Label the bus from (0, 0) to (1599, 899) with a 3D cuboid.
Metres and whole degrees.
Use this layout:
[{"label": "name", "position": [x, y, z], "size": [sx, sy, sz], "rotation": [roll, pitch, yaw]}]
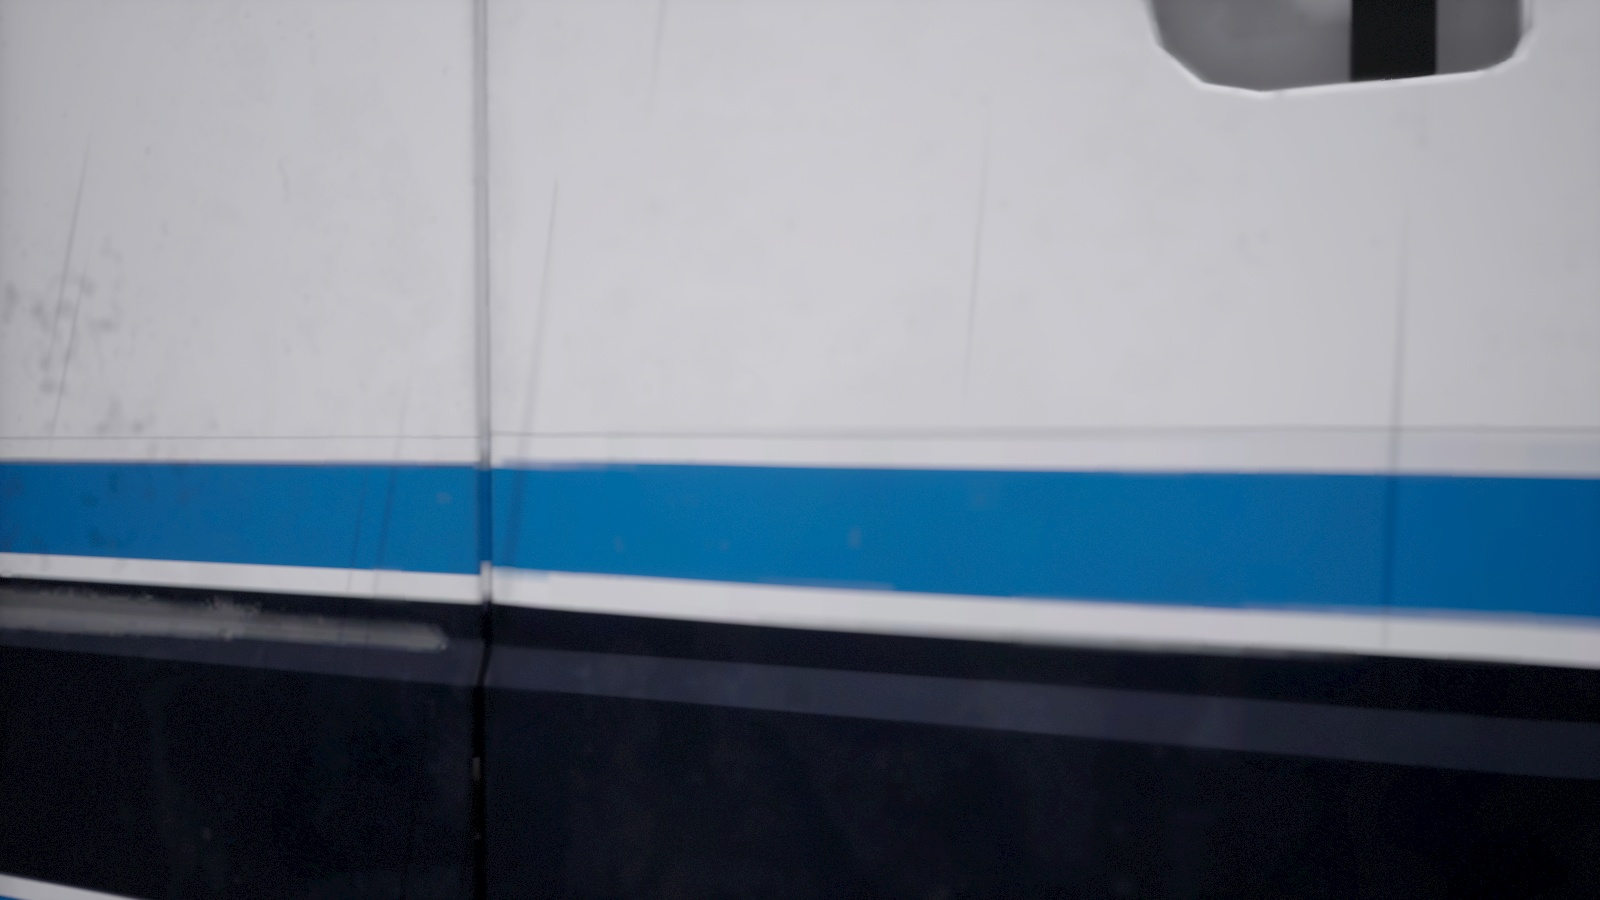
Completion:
[{"label": "bus", "position": [-0.520, -0.602, 3.286], "size": [10.273, 4.253, 3.944], "rotation": [1, 1, 22]}]
